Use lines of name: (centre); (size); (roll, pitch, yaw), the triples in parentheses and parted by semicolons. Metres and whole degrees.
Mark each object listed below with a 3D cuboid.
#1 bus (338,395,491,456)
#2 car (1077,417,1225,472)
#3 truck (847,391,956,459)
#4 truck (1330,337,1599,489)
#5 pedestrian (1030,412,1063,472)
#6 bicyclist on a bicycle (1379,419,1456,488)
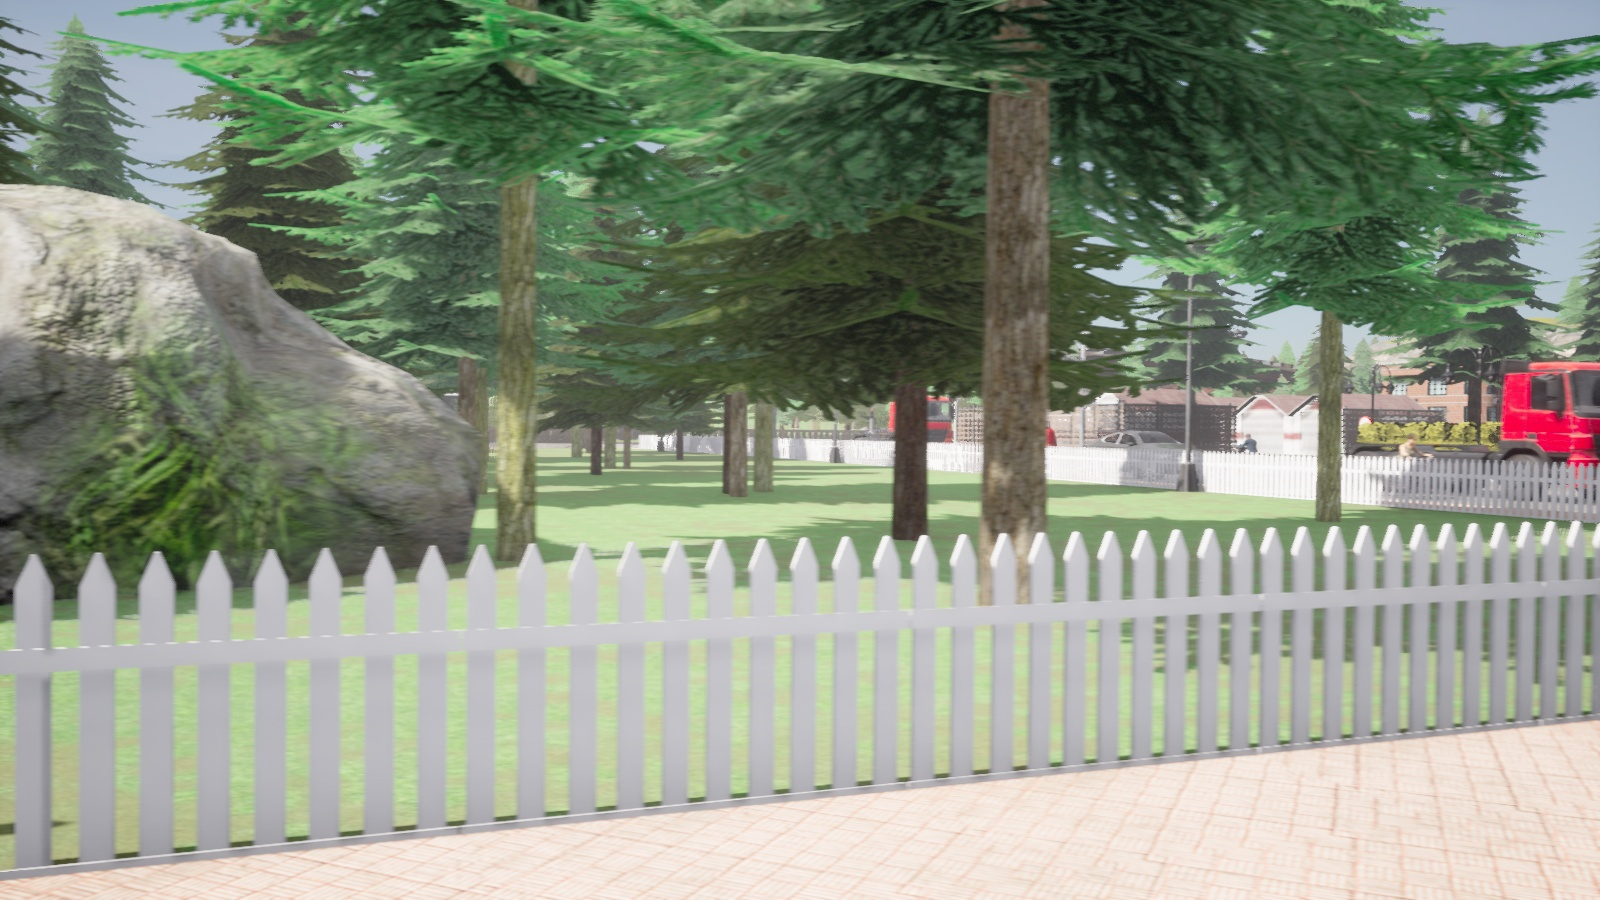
bus: (-27.850, -1.779, 90.630); (10.273, 4.253, 3.944); (-1, 1, -21)
car: (11.321, -0.212, 40.941); (2.152, 1.651, 5.027); (-1, 1, -19)
truck: (5.395, -1.354, 68.329); (2.891, 3.462, 7.936); (-1, 1, -19)
truck: (17.893, -0.910, 32.755); (2.891, 3.462, 7.936); (-1, 1, -19)
pedestrian: (7.677, -0.263, 39.155); (0.634, 1.844, 0.899); (-1, 1, -20)
bicyclist on a bicycle: (14.992, 0.076, 30.513); (0.866, 1.612, 1.509); (-1, 1, -19)
